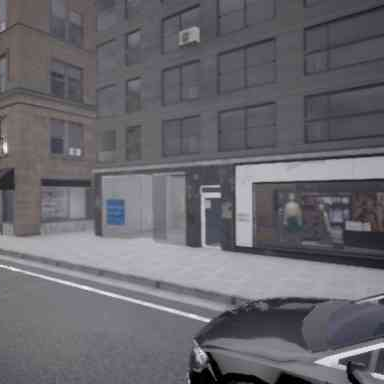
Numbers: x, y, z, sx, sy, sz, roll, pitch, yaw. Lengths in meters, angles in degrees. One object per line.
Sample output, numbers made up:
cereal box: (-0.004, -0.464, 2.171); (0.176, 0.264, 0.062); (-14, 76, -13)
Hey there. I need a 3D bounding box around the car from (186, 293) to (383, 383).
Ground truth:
car: (2.193, 1.491, 2.427); (4.902, 1.511, 2.128); (0, 0, 36)
